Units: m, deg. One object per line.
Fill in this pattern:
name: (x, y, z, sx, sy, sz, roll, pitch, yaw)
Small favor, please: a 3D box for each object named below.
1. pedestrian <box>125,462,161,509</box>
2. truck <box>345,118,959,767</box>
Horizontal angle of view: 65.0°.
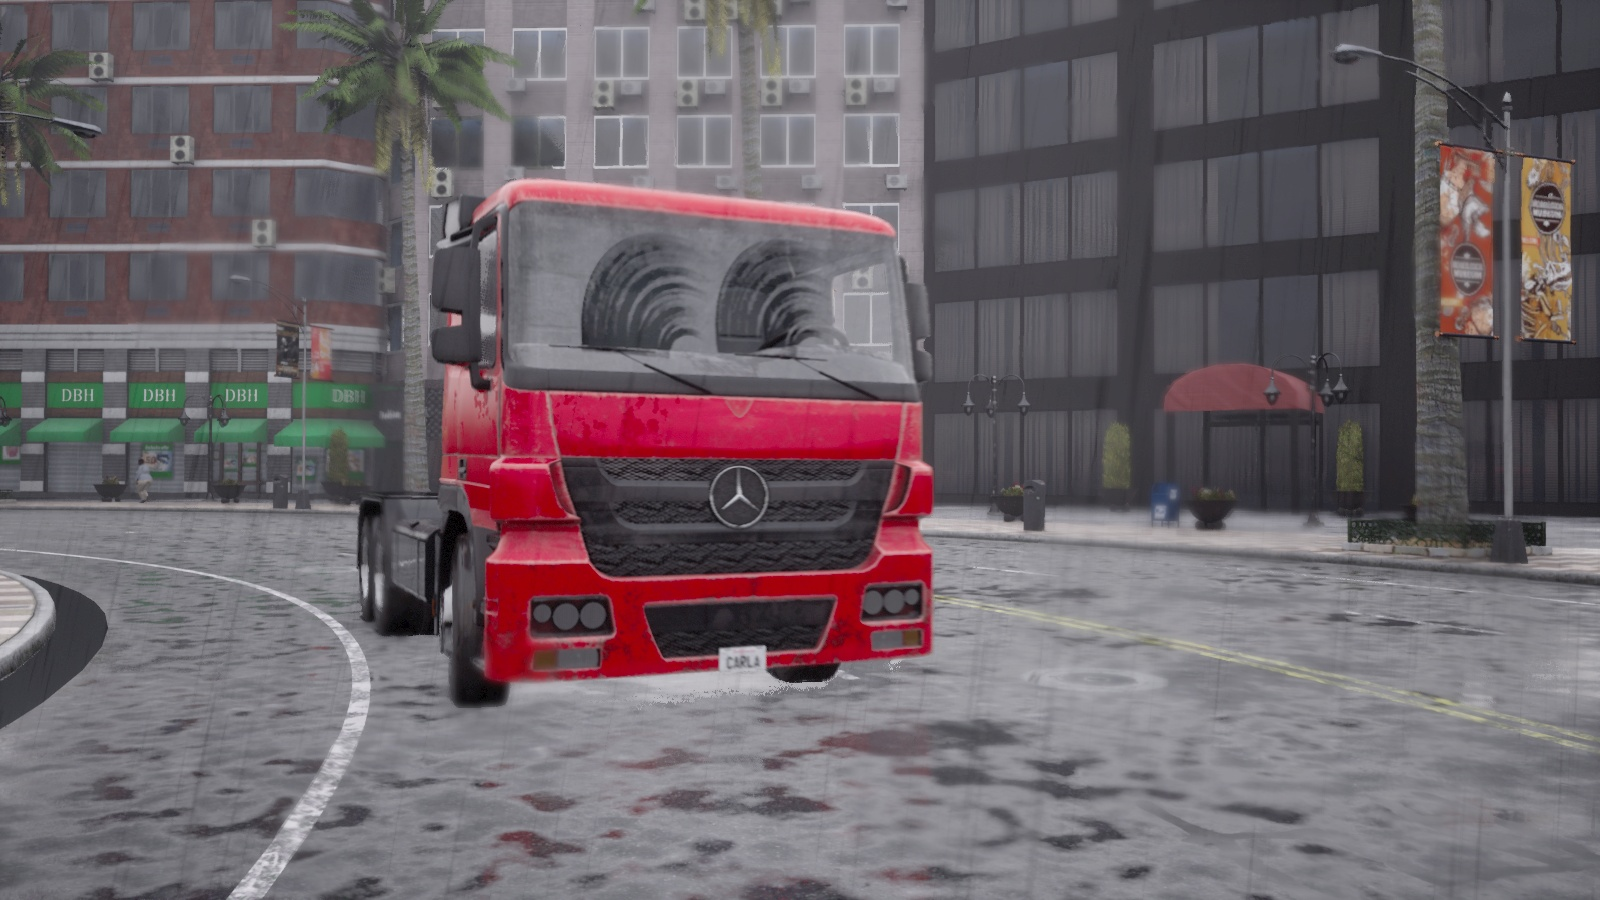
pedestrian: (-26.006, 1.409, 49.690, 0.900, 1.855, 0.874, 0, -1, 14)
truck: (-2.009, 0.024, 10.899, 2.891, 3.462, 7.936, 0, -1, -25)
